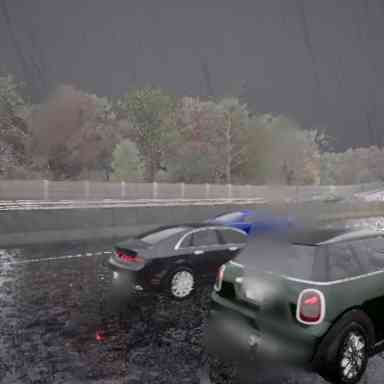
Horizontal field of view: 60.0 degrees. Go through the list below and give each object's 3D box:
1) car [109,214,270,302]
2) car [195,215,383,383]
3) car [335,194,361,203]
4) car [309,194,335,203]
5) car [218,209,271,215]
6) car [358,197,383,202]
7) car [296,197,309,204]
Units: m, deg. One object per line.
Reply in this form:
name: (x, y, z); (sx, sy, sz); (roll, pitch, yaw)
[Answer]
car: (0.412, 1.506, 8.339); (4.892, 1.490, 1.837); (0, 0, -35)
car: (2.552, 1.354, 5.567); (4.553, 1.767, 2.097); (0, 0, -35)
car: (22.054, 1.405, 45.388); (4.553, 1.767, 2.097); (0, 0, -35)
car: (20.018, 1.371, 48.233); (5.566, 2.045, 2.150); (0, 0, -35)
car: (2.523, 1.482, 14.140); (5.008, 1.535, 1.882); (0, 0, -36)
car: (23.623, 1.653, 42.215); (4.718, 1.301, 1.895); (0, 0, -35)
car: (18.010, 1.576, 51.101); (4.902, 1.511, 2.128); (0, 0, -35)
